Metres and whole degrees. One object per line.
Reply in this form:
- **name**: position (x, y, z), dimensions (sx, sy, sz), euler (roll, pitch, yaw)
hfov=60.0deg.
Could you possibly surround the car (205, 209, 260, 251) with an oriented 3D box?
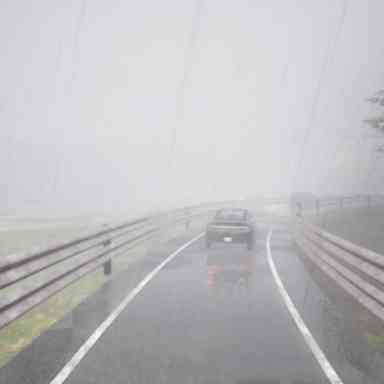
- **car**: position (1.793, 1.455, 14.209), dimensions (2.128, 1.511, 4.902), euler (1, 0, 12)

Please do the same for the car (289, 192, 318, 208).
- **car**: position (13.666, 1.041, 40.511), dimensions (2.150, 2.045, 5.566), euler (0, 1, 37)
